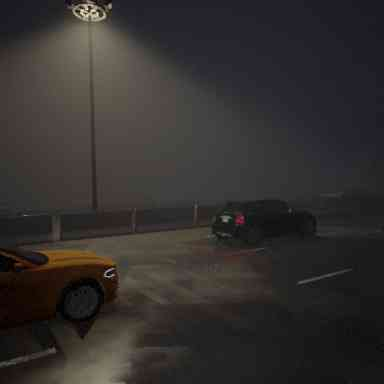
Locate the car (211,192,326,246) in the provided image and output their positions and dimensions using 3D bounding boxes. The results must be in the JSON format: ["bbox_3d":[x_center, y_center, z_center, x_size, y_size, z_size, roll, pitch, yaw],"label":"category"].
[{"bbox_3d":[3.095,1.052,13.913,4.553,1.767,2.097,-2,1,-31],"label":"car"}]

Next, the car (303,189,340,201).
[{"bbox_3d":[17.359,0.390,44.664,4.674,1.442,1.812,-2,1,-22],"label":"car"}]

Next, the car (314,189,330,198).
[{"bbox_3d":[17.106,0.460,40.780,4.674,1.442,1.812,-2,1,-22],"label":"car"}]

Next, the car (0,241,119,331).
[{"bbox_3d":[-3.678,1.475,5.337,5.008,1.535,1.882,-2,1,-35],"label":"car"}]

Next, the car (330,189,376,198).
[{"bbox_3d":[18.458,0.463,37.547,4.892,1.490,1.837,-2,1,-22],"label":"car"}]

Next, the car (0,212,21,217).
[{"bbox_3d":[-11.648,1.530,17.110,5.357,1.411,2.033,-2,1,-35],"label":"car"}]
